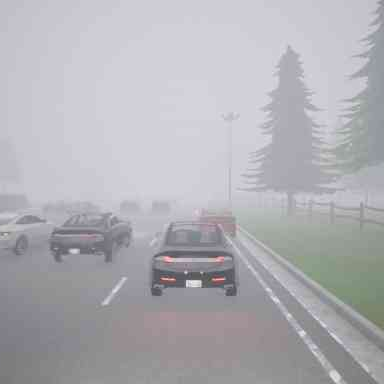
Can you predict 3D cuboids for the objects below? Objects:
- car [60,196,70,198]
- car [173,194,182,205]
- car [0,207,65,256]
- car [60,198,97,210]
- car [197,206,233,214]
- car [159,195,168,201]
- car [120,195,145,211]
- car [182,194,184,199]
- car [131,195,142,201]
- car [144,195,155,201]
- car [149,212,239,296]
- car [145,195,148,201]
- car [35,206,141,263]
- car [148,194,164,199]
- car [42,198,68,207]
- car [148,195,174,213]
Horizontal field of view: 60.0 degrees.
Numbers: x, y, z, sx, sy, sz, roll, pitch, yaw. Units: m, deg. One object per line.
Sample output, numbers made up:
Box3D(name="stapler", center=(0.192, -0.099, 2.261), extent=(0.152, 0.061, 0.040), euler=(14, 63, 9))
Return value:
Box3D(name="car", center=(-24.548, 1.477, 63.994), extent=(1.882, 1.535, 5.008), euler=(0, 0, -32))
Box3D(name="car", center=(-3.416, 1.491, 58.709), extent=(2.128, 1.511, 4.902), euler=(0, 0, 0))
Box3D(name="car", center=(-6.917, 1.525, 13.079), extent=(1.812, 1.442, 4.674), euler=(0, 0, 0))
Box3D(name="car", center=(-10.407, 1.547, 31.955), extent=(2.033, 1.411, 5.357), euler=(0, 0, 0))
Box3D(name="car", center=(1.220, 1.478, 17.948), extent=(1.882, 1.535, 5.008), euler=(0, 0, 0))
Box3D(name="car", center=(-7.023, 1.500, 82.919), extent=(1.837, 1.490, 4.892), euler=(0, 0, 0))
Box3D(name="car", center=(-6.910, 1.477, 37.980), extent=(1.882, 1.535, 5.008), euler=(0, 0, 0))
Box3D(name="car", center=(-3.521, 1.540, 77.240), extent=(2.033, 1.411, 5.357), euler=(0, 0, 0))
Box3D(name="car", center=(-14.023, 1.477, 84.527), extent=(1.882, 1.535, 5.008), euler=(0, 0, 0))
Box3D(name="car", center=(-10.523, 1.525, 82.818), extent=(2.128, 1.511, 4.902), euler=(0, 0, 0))
Box3D(name="car", center=(0.050, 1.491, 8.606), extent=(2.128, 1.511, 4.902), euler=(0, 0, 0))
Box3D(name="car", center=(-10.417, 1.351, 64.592), extent=(2.097, 1.767, 4.553), euler=(0, 0, 0))
Box3D(name="car", center=(-3.404, 1.491, 12.043), extent=(2.128, 1.511, 4.902), euler=(0, 0, 0))
Box3D(name="car", center=(-6.917, 1.491, 65.314), extent=(2.128, 1.511, 4.902), euler=(0, 0, 0))
Box3D(name="car", center=(-14.474, 1.600, 35.879), extent=(1.895, 1.301, 4.718), euler=(0, 0, -6))
Box3D(name="car", center=(-3.410, 1.477, 37.728), extent=(1.882, 1.535, 5.008), euler=(0, 0, 0))
